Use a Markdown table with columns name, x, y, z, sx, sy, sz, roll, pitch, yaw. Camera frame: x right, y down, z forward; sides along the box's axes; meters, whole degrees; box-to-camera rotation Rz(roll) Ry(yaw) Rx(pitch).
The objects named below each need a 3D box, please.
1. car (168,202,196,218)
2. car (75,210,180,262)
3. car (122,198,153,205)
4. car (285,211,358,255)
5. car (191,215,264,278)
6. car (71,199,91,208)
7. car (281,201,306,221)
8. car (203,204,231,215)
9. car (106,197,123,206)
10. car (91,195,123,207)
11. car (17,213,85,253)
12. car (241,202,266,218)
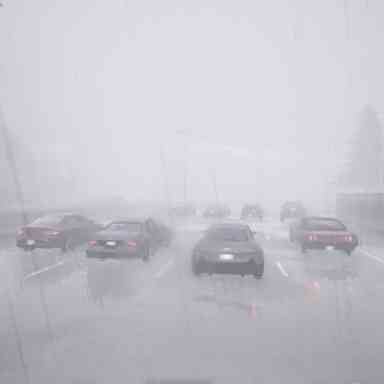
| name | x | y | z | sx | sy | sz | roll | pitch | yaw |
| --- | --- | --- | --- | --- | --- | --- | --- | --- | --- |
| car | -0.973 | 1.748 | 32.805 | 1.812 | 1.442 | 4.674 | 0 | 0 | 17 |
| car | -2.063 | 1.630 | 12.580 | 2.033 | 1.411 | 5.357 | 0 | 0 | 9 |
| car | -7.245 | 1.799 | 47.223 | 2.128 | 1.511 | 4.902 | 0 | 0 | 22 |
| car | 5.281 | 1.709 | 14.010 | 1.895 | 1.301 | 4.718 | 0 | 0 | 10 |
| car | 1.173 | 1.640 | 10.484 | 1.994 | 1.385 | 4.181 | 0 | 0 | 8 |
| car | -16.700 | 1.821 | 51.864 | 1.837 | 1.490 | 4.892 | 0 | 0 | 22 |
| car | 9.070 | 1.576 | 29.764 | 2.097 | 1.767 | 4.553 | 0 | 0 | 17 |
| car | 2.431 | 1.788 | 31.954 | 1.994 | 1.385 | 4.181 | 0 | 0 | 17 |
| car | -10.255 | 1.877 | 49.093 | 1.994 | 1.385 | 4.181 | 0 | 0 | 22 |
| car | -12.777 | 1.553 | 52.217 | 2.150 | 2.045 | 5.566 | 0 | -1 | 22 |
| car | -5.331 | 1.610 | 14.074 | 1.812 | 1.442 | 4.674 | 0 | 0 | 9 |
| car | 5.680 | 1.728 | 30.663 | 1.837 | 1.490 | 4.892 | 0 | 0 | 17 |
